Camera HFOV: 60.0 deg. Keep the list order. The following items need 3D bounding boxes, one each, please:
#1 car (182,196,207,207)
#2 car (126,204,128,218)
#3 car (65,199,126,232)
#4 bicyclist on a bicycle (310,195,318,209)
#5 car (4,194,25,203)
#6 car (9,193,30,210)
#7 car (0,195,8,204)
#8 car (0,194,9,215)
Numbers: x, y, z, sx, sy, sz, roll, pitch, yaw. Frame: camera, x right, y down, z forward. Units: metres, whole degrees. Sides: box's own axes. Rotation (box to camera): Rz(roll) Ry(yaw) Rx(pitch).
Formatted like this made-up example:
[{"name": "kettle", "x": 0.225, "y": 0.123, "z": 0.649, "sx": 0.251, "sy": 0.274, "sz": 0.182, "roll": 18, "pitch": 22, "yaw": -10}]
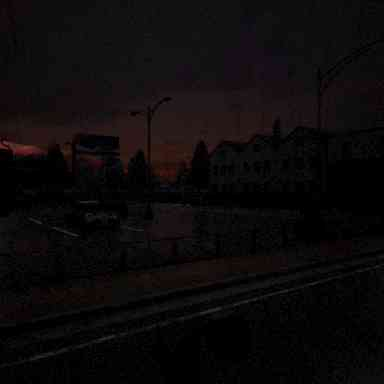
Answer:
[{"name": "car", "x": 0.370, "y": 1.349, "z": 48.808, "sx": 1.812, "sy": 1.442, "sz": 4.674, "roll": 0, "pitch": 0, "yaw": -36}, {"name": "car", "x": -6.518, "y": 1.313, "z": 25.704, "sx": 2.007, "sy": 1.523, "sz": 4.514, "roll": 0, "pitch": 0, "yaw": -36}, {"name": "car", "x": -5.386, "y": 1.248, "z": 17.842, "sx": 1.970, "sy": 1.475, "sz": 3.806, "roll": 0, "pitch": 0, "yaw": -36}, {"name": "bicyclist on a bicycle", "x": 13.588, "y": 1.124, "z": 36.788, "sx": 1.656, "sy": 1.620, "sz": 0.582, "roll": 0, "pitch": 0, "yaw": -35}, {"name": "car", "x": -39.054, "y": 1.328, "z": 73.179, "sx": 3.866, "sy": 1.878, "sz": 1.905, "roll": 0, "pitch": 0, "yaw": -36}, {"name": "car", "x": -19.907, "y": 1.092, "z": 38.103, "sx": 1.905, "sy": 1.878, "sz": 3.866, "roll": 0, "pitch": 0, "yaw": -36}, {"name": "car", "x": -39.279, "y": 1.495, "z": 66.051, "sx": 4.611, "sy": 1.667, "sz": 2.242, "roll": 0, "pitch": 0, "yaw": -36}, {"name": "car", "x": -17.993, "y": 1.113, "z": 29.794, "sx": 1.932, "sy": 1.855, "sz": 4.605, "roll": 0, "pitch": 0, "yaw": -36}]
